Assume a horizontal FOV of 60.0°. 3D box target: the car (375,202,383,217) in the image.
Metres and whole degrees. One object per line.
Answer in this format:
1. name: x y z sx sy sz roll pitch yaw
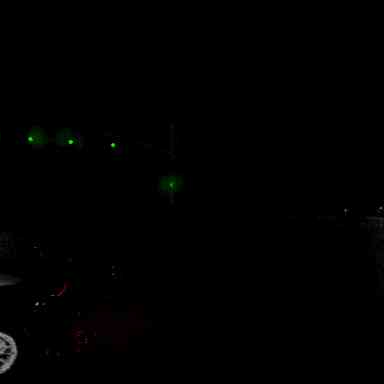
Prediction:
1. car: 19.050 1.526 30.082 4.674 1.442 1.812 0 0 -31

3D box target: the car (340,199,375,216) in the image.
1. car: 16.642 1.491 32.720 4.902 1.511 2.128 0 0 -31

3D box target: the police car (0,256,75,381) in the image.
1. police car: -4.140 1.425 3.864 5.238 1.638 1.930 0 0 -31
